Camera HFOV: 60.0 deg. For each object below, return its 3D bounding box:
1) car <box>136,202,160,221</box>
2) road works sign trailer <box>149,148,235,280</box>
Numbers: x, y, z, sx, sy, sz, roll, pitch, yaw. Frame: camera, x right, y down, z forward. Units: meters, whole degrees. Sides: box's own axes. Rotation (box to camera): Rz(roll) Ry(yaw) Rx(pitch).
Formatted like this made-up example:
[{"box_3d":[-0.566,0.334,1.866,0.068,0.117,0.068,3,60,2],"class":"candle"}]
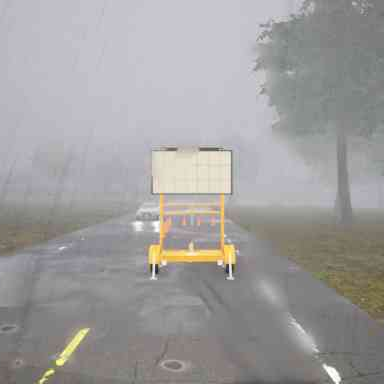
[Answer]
[{"box_3d":[-3.592,1.620,28.573,1.812,1.442,4.674,0,0,0],"class":"car"},{"box_3d":[-0.003,0.479,10.004,2.380,3.560,2.880,0,0,0],"class":"road works sign trailer"}]
